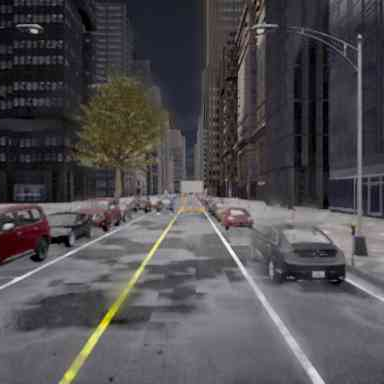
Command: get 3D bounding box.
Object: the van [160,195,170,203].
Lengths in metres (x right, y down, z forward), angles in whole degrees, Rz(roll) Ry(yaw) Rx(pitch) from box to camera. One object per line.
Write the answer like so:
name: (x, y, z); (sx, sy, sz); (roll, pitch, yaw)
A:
van: (-5.776, 1.480, 71.877); (1.690, 1.788, 3.998); (0, 0, 0)

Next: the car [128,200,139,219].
car: (-5.768, 1.594, 26.457); (2.008, 1.369, 4.403); (0, 0, 0)

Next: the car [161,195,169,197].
car: (-5.774, 1.695, 60.521); (1.802, 1.307, 4.206); (0, 0, 0)

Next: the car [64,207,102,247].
car: (-5.766, 1.590, 15.102); (1.947, 1.339, 4.313); (0, 0, 0)

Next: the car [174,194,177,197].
car: (-5.778, 1.762, 88.908); (1.802, 1.307, 4.206); (0, 0, 0)

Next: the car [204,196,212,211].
car: (2.755, 1.506, 37.821); (1.967, 1.590, 4.097); (0, 0, 0)

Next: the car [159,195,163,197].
car: (-5.772, 1.614, 48.996); (1.752, 1.417, 4.829); (0, 0, 0)

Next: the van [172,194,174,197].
van: (-5.777, 1.493, 77.554); (1.690, 1.788, 3.998); (0, 0, 0)

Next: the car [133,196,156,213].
car: (-5.770, 1.380, 37.811); (2.192, 1.841, 5.009); (0, 0, 0)

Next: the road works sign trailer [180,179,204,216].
road works sign trailer: (-0.006, 0.522, 33.878); (2.380, 3.560, 2.880); (0, 0, 0)

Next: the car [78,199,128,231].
car: (-5.767, 1.349, 20.780); (2.192, 1.841, 5.009); (0, 0, 0)

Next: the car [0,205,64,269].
car: (-5.765, 1.330, 9.425); (2.192, 1.841, 5.009); (0, 0, 0)

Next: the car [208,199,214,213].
car: (2.756, 1.637, 32.143); (1.802, 1.307, 4.206); (0, 0, 0)

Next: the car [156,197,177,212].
car: (-3.099, 1.593, 39.185); (1.812, 1.442, 4.674); (0, 0, 0)

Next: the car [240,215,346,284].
car: (2.760, 1.566, 9.433); (2.008, 1.369, 4.403); (0, 0, 0)

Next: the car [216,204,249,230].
car: (2.758, 1.616, 20.788); (1.802, 1.307, 4.206); (0, 0, 0)

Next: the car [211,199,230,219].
car: (2.757, 1.570, 26.636); (1.752, 1.417, 4.829); (0, 0, 0)

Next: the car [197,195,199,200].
car: (2.749, 1.690, 71.887); (2.008, 1.369, 4.403); (0, 0, 0)

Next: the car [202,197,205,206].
car: (2.754, 1.643, 43.499); (1.947, 1.339, 4.313); (0, 0, 0)

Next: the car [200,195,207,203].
car: (2.752, 1.652, 54.853); (2.008, 1.369, 4.403); (0, 0, 0)

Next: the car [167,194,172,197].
car: (-5.775, 1.441, 66.199); (2.192, 1.841, 5.009); (0, 0, 0)

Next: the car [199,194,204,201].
car: (2.751, 1.554, 60.531); (1.967, 1.590, 4.097); (0, 0, 0)

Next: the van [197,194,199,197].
van: (2.748, 1.494, 77.565); (1.690, 1.788, 3.998); (0, 0, 0)
